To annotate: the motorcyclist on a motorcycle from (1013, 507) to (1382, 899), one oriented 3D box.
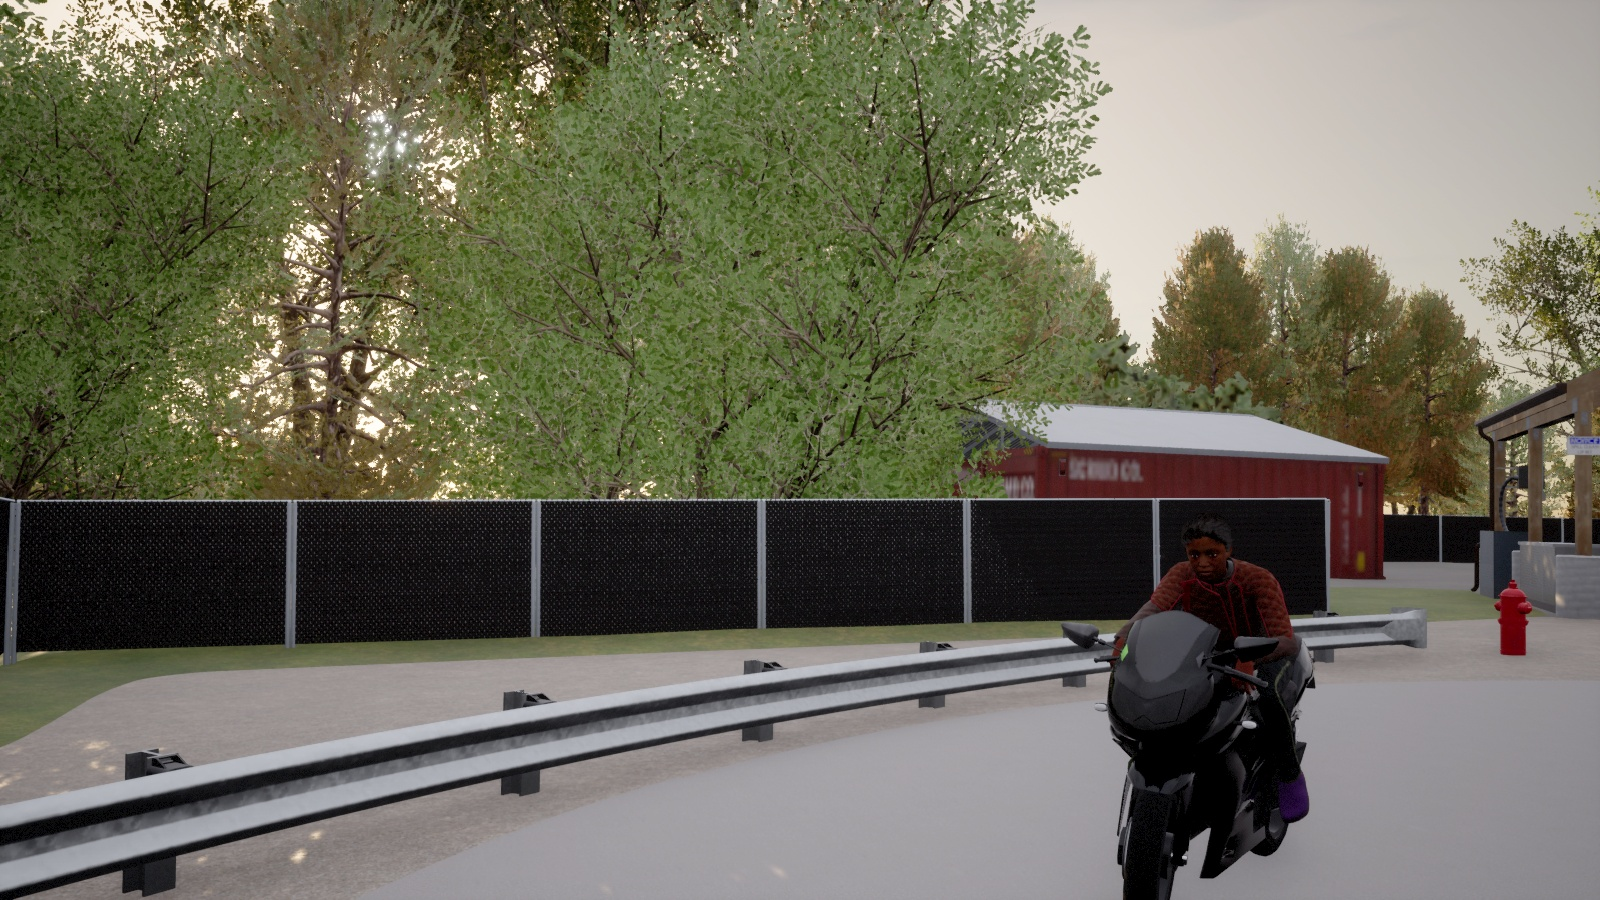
[{"bbox_3d":[1.676,0.996,5.020,0.797,1.523,2.044,-1,-3,36],"label":"motorcyclist on a motorcycle"}]
